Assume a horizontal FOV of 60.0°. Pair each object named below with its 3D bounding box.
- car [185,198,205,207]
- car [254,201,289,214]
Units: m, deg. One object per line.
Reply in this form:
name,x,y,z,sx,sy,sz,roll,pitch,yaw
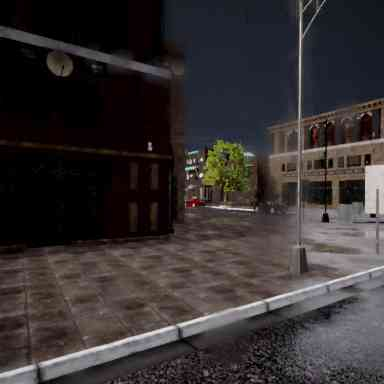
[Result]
car,0.398,1.622,51.452,1.887,1.381,4.507,1,-1,-27
car,8.480,1.624,35.978,2.008,1.369,4.403,1,-1,-27
